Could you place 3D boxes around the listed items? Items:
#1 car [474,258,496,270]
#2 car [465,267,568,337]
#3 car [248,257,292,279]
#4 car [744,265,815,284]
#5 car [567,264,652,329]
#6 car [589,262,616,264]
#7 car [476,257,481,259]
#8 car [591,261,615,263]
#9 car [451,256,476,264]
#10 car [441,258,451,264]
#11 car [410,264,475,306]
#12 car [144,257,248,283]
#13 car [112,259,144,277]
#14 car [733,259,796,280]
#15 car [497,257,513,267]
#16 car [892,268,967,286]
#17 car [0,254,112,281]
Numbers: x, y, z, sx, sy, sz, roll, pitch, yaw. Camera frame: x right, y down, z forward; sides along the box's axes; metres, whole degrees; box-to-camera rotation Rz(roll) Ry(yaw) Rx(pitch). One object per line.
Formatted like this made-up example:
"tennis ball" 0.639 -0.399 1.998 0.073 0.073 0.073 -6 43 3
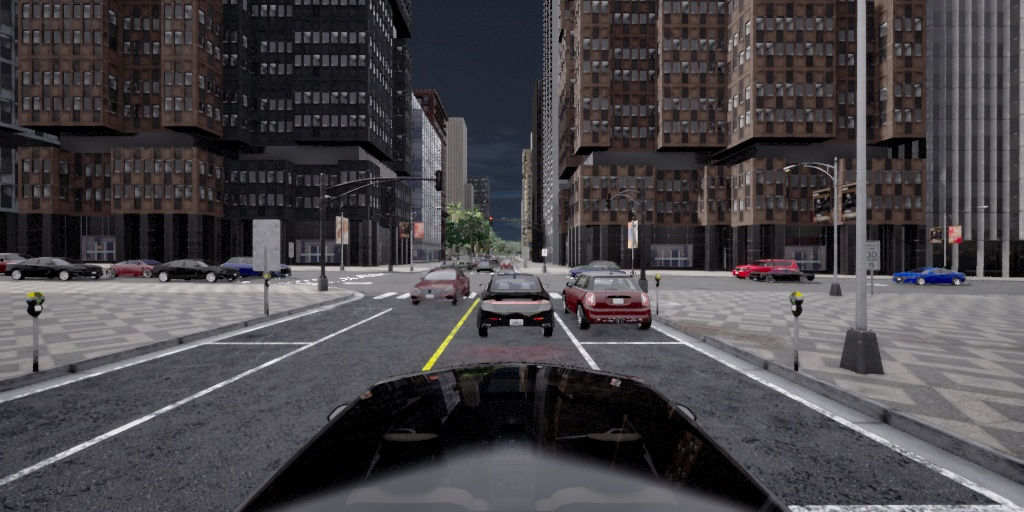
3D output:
"car" -3.368 1.302 45.593 1.994 1.385 4.181 0 0 -2
"car" 0.077 1.240 10.292 2.128 1.511 4.902 0 0 -1
"car" -19.561 0.852 27.562 4.553 1.767 2.097 1 0 0
"car" 23.475 1.711 31.388 4.718 1.301 1.895 1 0 0
"car" 2.735 1.189 11.178 1.967 1.591 4.097 0 0 0
"car" 7.241 1.477 31.246 4.718 1.301 1.895 1 0 0
"car" -6.665 1.245 59.370 1.882 1.535 5.008 0 0 0
"car" 8.088 1.236 34.504 4.553 1.767 2.097 1 0 -1
"car" -6.584 0.968 49.380 2.150 2.045 5.566 0 0 0
"car" -9.280 1.318 52.482 1.948 1.339 4.313 0 0 -1
"car" -3.013 1.273 15.974 1.812 1.442 4.674 0 0 3
"car" -21.271 0.958 24.297 5.008 1.535 1.882 1 0 -1
"car" -28.205 0.943 27.482 4.181 1.385 1.994 1 0 -1
"car" 24.507 1.346 34.641 5.566 2.045 2.150 1 0 0
"car" -0.756 1.192 52.560 1.967 1.591 4.097 0 0 -1
"car" 36.479 1.778 31.489 5.008 1.535 1.882 1 0 0
"car" -30.738 0.824 24.216 5.008 1.535 1.882 1 0 0
